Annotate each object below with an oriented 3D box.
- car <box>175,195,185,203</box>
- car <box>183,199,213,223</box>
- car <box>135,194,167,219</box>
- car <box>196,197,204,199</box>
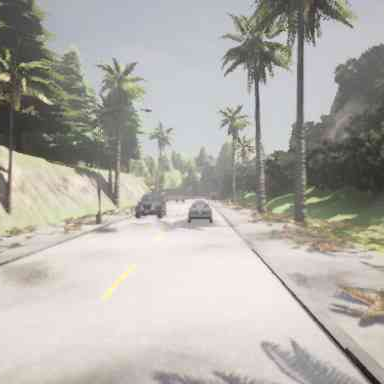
[{"bbox_3d":[-2.447,1.449,69.308,2.128,1.511,4.902,0,0,1],"label":"car"},{"bbox_3d":[0.629,1.530,25.530,2.033,1.411,5.357,0,0,1],"label":"car"},{"bbox_3d":[-3.469,1.227,29.009,2.150,2.045,5.566,0,0,2],"label":"car"},{"bbox_3d":[1.428,1.561,59.601,1.895,1.301,4.718,0,0,1],"label":"car"}]
